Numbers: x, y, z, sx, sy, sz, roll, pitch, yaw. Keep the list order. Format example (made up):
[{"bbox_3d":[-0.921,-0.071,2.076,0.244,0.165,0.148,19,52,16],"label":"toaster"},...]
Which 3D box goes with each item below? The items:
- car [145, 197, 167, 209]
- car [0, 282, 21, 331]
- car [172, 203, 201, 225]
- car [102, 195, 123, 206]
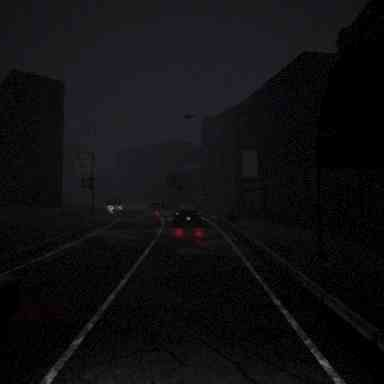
[{"bbox_3d":[-4.509,1.304,41.101,2.128,1.511,4.902,2,0,-22],"label":"car"},{"bbox_3d":[-3.601,1.617,2.953,1.895,1.301,4.718,0,0,0],"label":"car"},{"bbox_3d":[-0.419,1.527,24.019,1.812,1.442,4.674,0,1,-5],"label":"car"},{"bbox_3d":[-10.969,1.111,45.817,1.994,1.385,4.181,2,1,-31],"label":"car"}]
